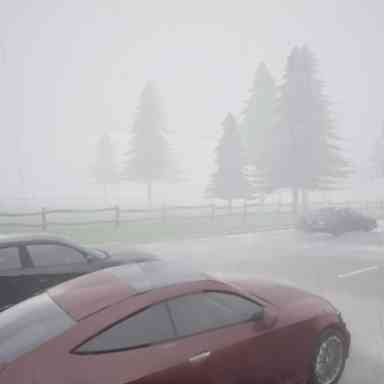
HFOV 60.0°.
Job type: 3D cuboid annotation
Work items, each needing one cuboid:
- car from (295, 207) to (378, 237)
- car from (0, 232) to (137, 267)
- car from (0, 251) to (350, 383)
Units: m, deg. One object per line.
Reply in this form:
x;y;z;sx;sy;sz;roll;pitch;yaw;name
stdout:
7.870;1.543;17.960;5.357;1.411;2.033;0;0;-35;car
-2.833;1.478;6.025;5.008;1.535;1.882;0;0;-36;car
-0.219;1.525;3.590;4.674;1.442;1.812;0;0;-36;car
